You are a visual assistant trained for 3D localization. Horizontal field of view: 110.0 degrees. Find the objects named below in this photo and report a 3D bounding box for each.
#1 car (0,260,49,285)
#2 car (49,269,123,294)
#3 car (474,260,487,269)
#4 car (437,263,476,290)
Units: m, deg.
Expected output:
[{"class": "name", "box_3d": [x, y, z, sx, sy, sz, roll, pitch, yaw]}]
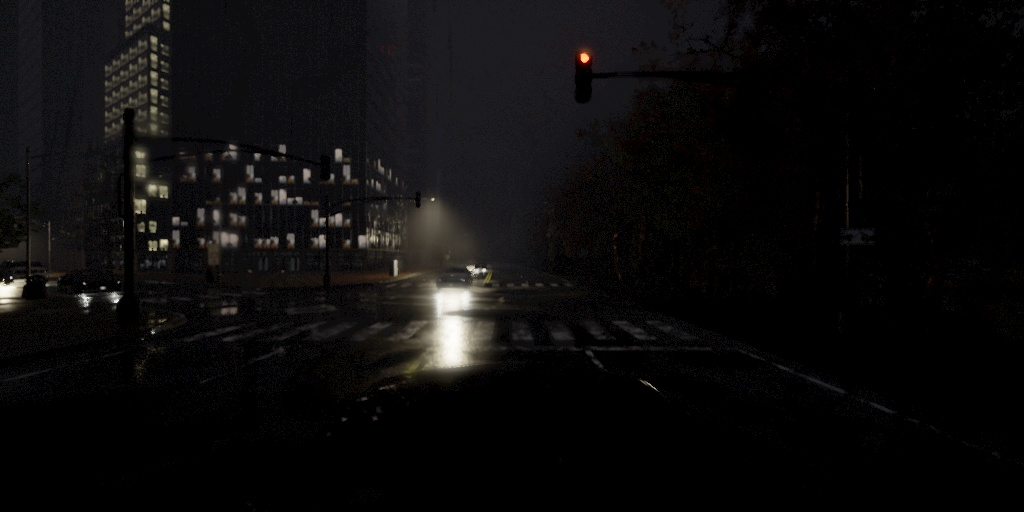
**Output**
[{"class": "car", "box_3d": [-42.650, 1.366, 31.283, 5.566, 2.045, 2.150, -1, 0, 29]}, {"class": "car", "box_3d": [-26.756, 1.538, 22.672, 5.357, 1.411, 2.033, -1, 0, 28]}, {"class": "car", "box_3d": [-5.099, 1.373, 58.614, 2.128, 1.511, 4.902, 0, 0, -4]}, {"class": "car", "box_3d": [-3.521, 1.364, 22.718, 1.812, 1.442, 4.674, 0, 0, -1]}]
